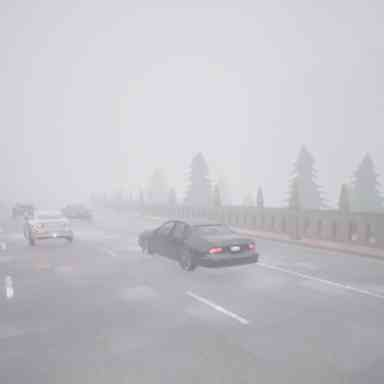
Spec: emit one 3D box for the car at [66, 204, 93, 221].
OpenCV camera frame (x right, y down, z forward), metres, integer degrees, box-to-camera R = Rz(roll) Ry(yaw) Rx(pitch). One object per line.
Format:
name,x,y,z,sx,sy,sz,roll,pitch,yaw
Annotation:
car,-9.767,1.702,27.844,2.033,1.411,5.357,0,0,-30

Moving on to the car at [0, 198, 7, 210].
car,-27.957,1.618,47.615,2.097,1.767,4.553,0,0,-20

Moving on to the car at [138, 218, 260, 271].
car,-0.082,1.605,11.232,2.033,1.411,5.357,0,0,-30

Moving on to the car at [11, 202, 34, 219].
car,-15.749,1.680,31.155,1.837,1.490,4.892,0,-1,-30

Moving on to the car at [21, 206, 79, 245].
car,-7.070,1.616,16.265,1.812,1.442,4.674,0,0,-30
